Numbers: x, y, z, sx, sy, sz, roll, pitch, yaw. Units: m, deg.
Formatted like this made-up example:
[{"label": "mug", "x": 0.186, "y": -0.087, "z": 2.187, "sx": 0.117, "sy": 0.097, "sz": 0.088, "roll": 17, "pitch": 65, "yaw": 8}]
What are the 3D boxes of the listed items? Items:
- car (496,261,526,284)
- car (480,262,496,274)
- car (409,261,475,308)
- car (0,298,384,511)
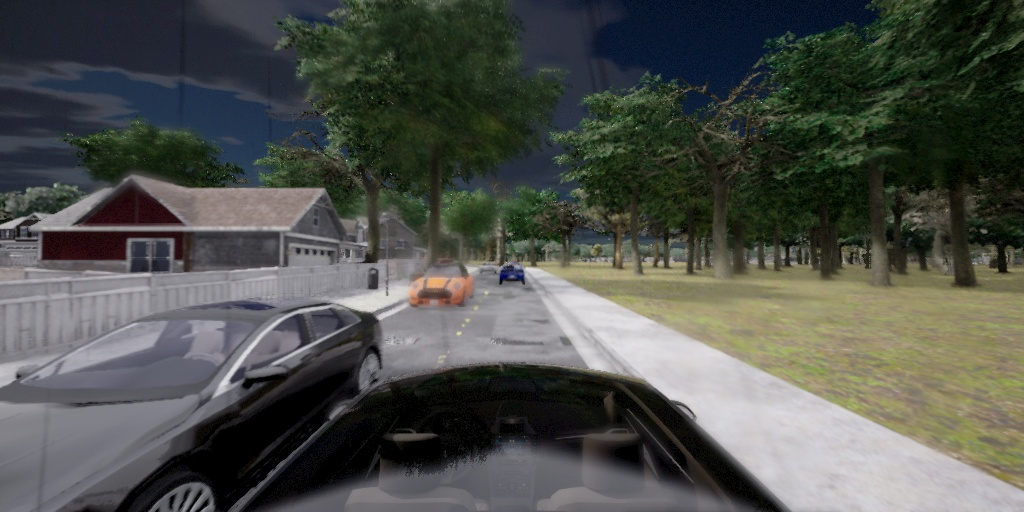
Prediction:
[{"label": "car", "x": 0.028, "y": 1.265, "z": 27.260, "sx": 1.882, "sy": 1.535, "sz": 5.008, "roll": 0, "pitch": 0, "yaw": 0}, {"label": "car", "x": -2.732, "y": 1.419, "z": 42.416, "sx": 1.895, "sy": 1.301, "sz": 4.718, "roll": 0, "pitch": 0, "yaw": 0}, {"label": "car", "x": -2.833, "y": 1.119, "z": 15.335, "sx": 2.097, "sy": 1.767, "sz": 4.553, "roll": 0, "pitch": 0, "yaw": 0}, {"label": "car", "x": -2.846, "y": 1.244, "z": 3.527, "sx": 2.128, "sy": 1.511, "sz": 4.902, "roll": 0, "pitch": 0, "yaw": 0}]
